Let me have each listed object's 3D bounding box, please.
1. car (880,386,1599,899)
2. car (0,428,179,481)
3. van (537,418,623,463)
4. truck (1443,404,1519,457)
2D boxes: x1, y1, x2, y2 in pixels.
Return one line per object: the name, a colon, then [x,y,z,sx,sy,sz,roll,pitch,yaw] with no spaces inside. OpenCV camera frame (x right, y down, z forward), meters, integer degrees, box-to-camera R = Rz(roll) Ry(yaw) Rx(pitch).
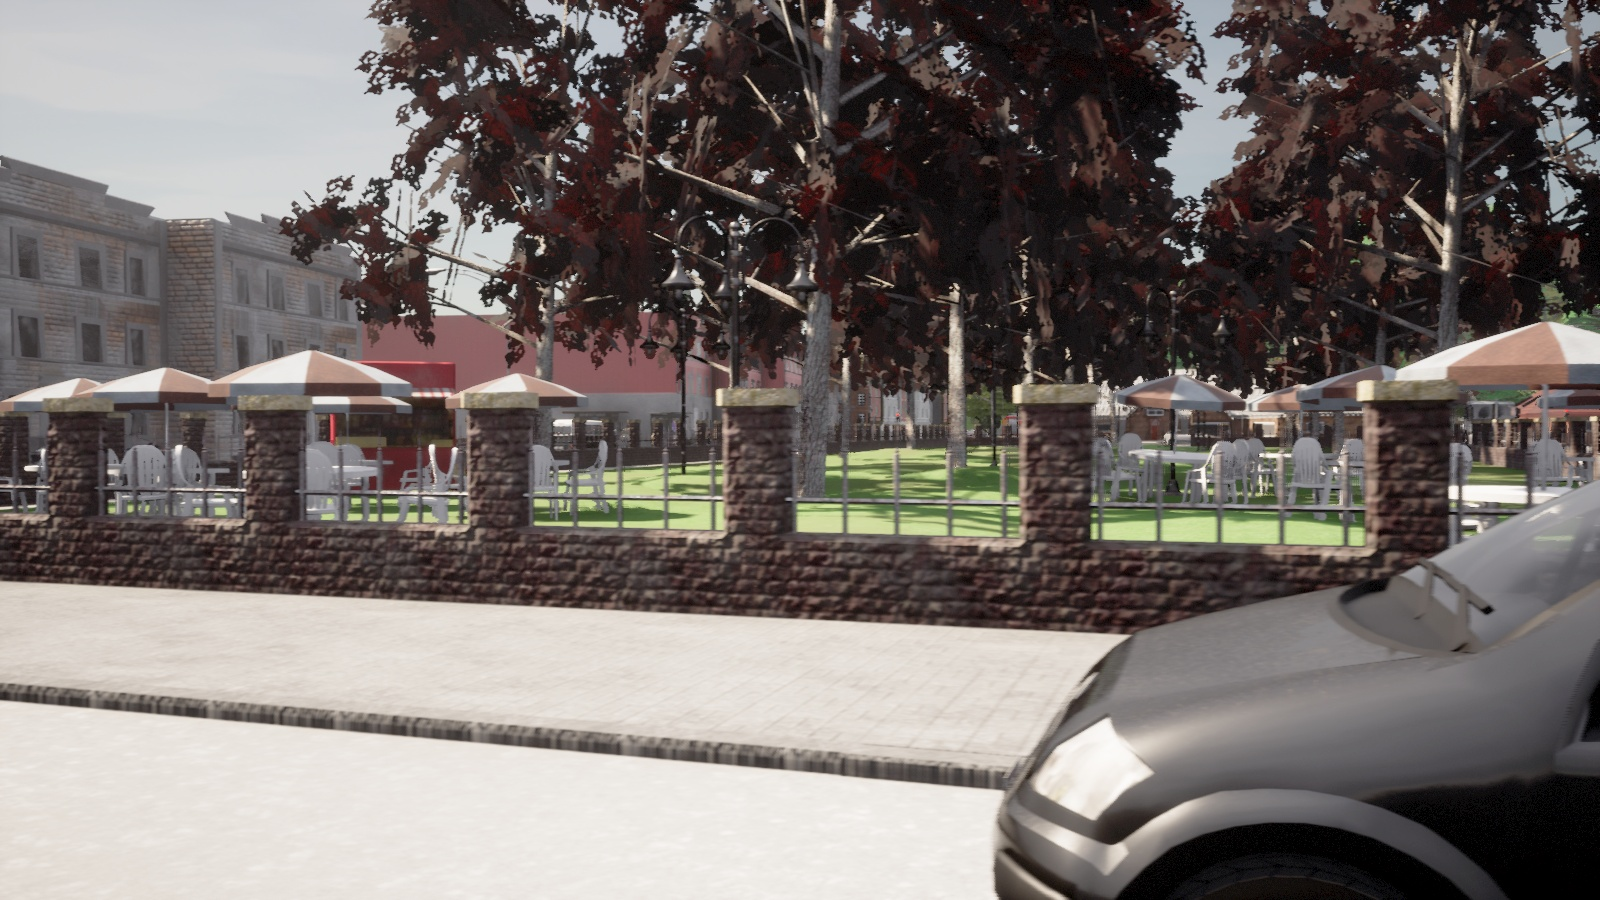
car: [2.358,0.688,2.919,3.988,1.617,1.851,1,1,19]
car: [-21.418,0.089,37.769,2.163,1.488,4.792,1,1,19]
van: [-10.216,-0.474,58.701,2.069,2.038,4.480,1,1,18]
truck: [46.752,-1.336,86.423,2.891,3.462,7.936,1,1,16]
